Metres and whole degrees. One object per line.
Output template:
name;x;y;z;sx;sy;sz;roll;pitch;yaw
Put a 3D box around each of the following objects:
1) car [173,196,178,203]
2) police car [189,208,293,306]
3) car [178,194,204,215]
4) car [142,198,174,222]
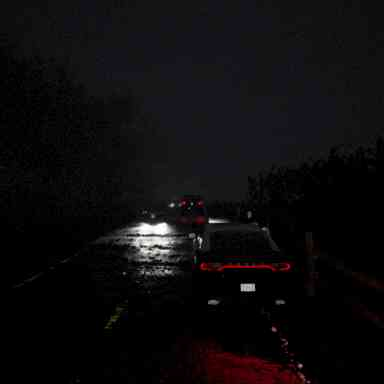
car;-2.848;1.472;64.032;1.882;1.535;5.008;0;0;0
police car;0.949;1.423;8.251;1.930;1.638;5.238;0;0;0
car;0.011;1.216;33.869;2.150;2.045;5.566;0;0;0
car;-2.792;1.487;26.319;2.128;1.511;4.902;0;0;0
